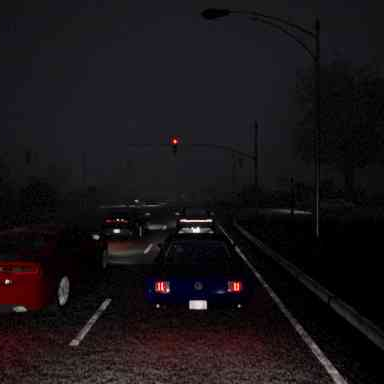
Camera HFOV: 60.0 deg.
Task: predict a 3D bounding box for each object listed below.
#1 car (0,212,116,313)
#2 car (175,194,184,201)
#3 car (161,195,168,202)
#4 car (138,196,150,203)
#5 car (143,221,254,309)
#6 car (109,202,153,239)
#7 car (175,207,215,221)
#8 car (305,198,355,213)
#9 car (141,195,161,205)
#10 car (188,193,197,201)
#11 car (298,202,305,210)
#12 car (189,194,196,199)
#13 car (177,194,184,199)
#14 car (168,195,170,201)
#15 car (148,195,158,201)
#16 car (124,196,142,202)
[{"bbox_3d":[-3.383,1.476,7.805,1.882,1.535,5.008,0,0,0],"label":"car"},{"bbox_3d":[-3.292,1.514,84.663,2.033,1.411,5.357,0,0,0],"label":"car"},{"bbox_3d":[-6.827,1.580,72.085,1.895,1.301,4.718,0,0,0],"label":"car"},{"bbox_3d":[-10.327,1.509,72.086,1.812,1.442,4.674,0,0,0],"label":"car"},{"bbox_3d":[0.118,1.599,7.778,1.895,1.301,4.718,0,0,0],"label":"car"},{"bbox_3d":[-3.359,1.501,17.303,1.837,1.490,4.892,0,0,0],"label":"car"},{"bbox_3d":[0.151,1.488,17.040,2.128,1.511,4.902,0,0,-1],"label":"car"},{"bbox_3d":[15.130,1.518,36.071,4.674,1.442,1.812,0,0,3],"label":"car"},{"bbox_3d":[-6.937,1.551,57.089,1.994,1.385,4.181,0,0,0],"label":"car"},{"bbox_3d":[0.208,1.199,84.684,2.150,2.045,5.566,0,0,0],"label":"car"},{"bbox_3d":[15.120,1.496,39.578,4.892,1.490,1.837,0,0,3],"label":"car"},{"bbox_3d":[0.273,1.382,95.041,1.994,1.385,4.181,0,0,1],"label":"car"},{"bbox_3d":[-3.226,1.307,95.071,1.882,1.535,5.008,0,0,1],"label":"car"},{"bbox_3d":[-6.781,1.447,87.178,1.882,1.535,5.008,0,0,0],"label":"car"},{"bbox_3d":[-10.280,1.508,87.521,2.033,1.411,5.357,0,0,0],"label":"car"},{"bbox_3d":[-10.439,1.477,57.115,2.128,1.511,4.902,0,0,0],"label":"car"}]
